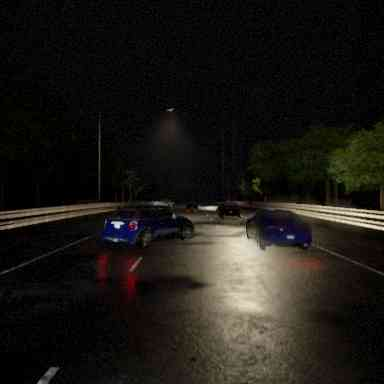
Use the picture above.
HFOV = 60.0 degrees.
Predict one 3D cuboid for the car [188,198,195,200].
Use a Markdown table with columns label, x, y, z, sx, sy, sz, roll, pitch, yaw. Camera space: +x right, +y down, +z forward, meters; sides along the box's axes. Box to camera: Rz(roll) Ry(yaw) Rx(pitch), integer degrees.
| label | x | y | z | sx | sy | sz | roll | pitch | yaw |
| --- | --- | --- | --- | --- | --- | --- | --- | --- | --- |
| car | -0.011 | 2.241 | 56.525 | 1.812 | 1.442 | 4.674 | 0 | -1 | 0 |

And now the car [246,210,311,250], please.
| label | x | y | z | sx | sy | sz | roll | pitch | yaw |
| --- | --- | --- | --- | --- | --- | --- | --- | --- | --- |
| car | 3.592 | 1.518 | 14.598 | 1.882 | 1.535 | 5.008 | 0 | 0 | 0 |

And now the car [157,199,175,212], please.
| label | x | y | z | sx | sy | sz | roll | pitch | yaw |
| --- | --- | --- | --- | --- | --- | --- | --- | --- | --- |
| car | -3.529 | 1.842 | 45.991 | 2.097 | 1.767 | 4.553 | 0 | -1 | 0 |

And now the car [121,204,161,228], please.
| label | x | y | z | sx | sy | sz | roll | pitch | yaw |
| --- | --- | --- | --- | --- | --- | --- | --- | --- | --- |
| car | -3.515 | 1.631 | 24.045 | 2.163 | 1.488 | 4.792 | 0 | -1 | 0 |

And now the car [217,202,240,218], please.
| label | x | y | z | sx | sy | sz | roll | pitch | yaw |
| --- | --- | --- | --- | --- | --- | --- | --- | --- | --- |
| car | 3.582 | 1.729 | 32.944 | 1.882 | 1.535 | 5.008 | 0 | -1 | 0 |

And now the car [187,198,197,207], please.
| label | x | y | z | sx | sy | sz | roll | pitch | yaw |
| --- | --- | --- | --- | --- | --- | --- | --- | --- | --- |
| car | -0.047 | 2.508 | 77.765 | 2.150 | 2.045 | 5.566 | 0 | -2 | 0 |

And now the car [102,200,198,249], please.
| label | x | y | z | sx | sy | sz | roll | pitch | yaw |
| --- | --- | --- | --- | --- | --- | --- | --- | --- | --- |
| car | -1.821 | 1.397 | 15.115 | 2.097 | 1.767 | 4.553 | 0 | 0 | 33 |

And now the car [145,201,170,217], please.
| label | x | y | z | sx | sy | sz | roll | pitch | yaw |
| --- | --- | --- | --- | --- | --- | --- | --- | --- | --- |
| car | -3.521 | 1.779 | 35.018 | 2.128 | 1.511 | 4.902 | 0 | -1 | 0 |
